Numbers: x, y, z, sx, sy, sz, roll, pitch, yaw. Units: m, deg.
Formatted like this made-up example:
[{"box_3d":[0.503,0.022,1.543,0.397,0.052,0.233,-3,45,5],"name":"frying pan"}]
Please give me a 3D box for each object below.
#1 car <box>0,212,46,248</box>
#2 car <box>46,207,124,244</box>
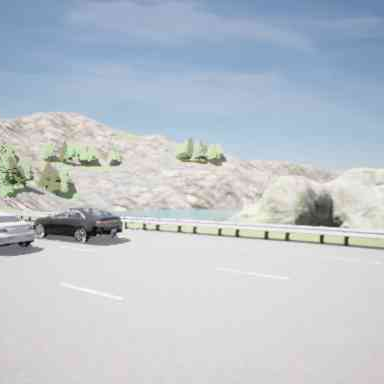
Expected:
[{"box_3d":[-8.227,1.512,13.286,4.674,1.442,1.812,0,0,31],"name":"car"},{"box_3d":[-5.464,1.471,15.708,4.902,1.511,2.128,0,0,31],"name":"car"}]
